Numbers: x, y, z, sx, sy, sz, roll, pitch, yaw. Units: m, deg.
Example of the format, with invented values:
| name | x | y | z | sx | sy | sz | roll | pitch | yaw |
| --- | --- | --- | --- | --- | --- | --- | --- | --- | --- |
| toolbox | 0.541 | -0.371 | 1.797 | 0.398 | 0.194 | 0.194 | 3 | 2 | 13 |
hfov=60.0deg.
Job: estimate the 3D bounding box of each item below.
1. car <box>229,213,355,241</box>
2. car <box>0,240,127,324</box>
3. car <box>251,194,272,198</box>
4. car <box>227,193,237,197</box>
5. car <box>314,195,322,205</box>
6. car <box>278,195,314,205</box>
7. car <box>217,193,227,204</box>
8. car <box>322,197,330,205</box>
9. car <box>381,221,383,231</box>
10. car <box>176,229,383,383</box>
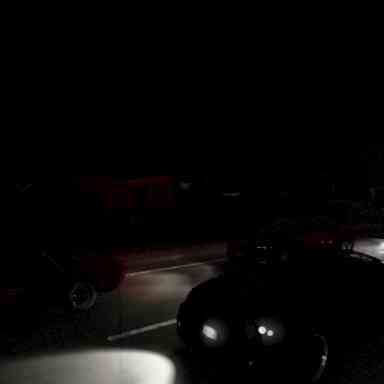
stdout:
| name | x | y | z | sx | sy | sz | roll | pitch | yaw |
| --- | --- | --- | --- | --- | --- | --- | --- | --- | --- |
| car | 3.345 | 1.495 | 10.828 | 5.008 | 1.535 | 1.882 | 0 | 0 | -36 |
| car | -3.642 | 1.628 | 5.923 | 4.718 | 1.301 | 1.895 | 0 | 0 | -44 |
| car | 13.936 | 1.561 | 64.309 | 1.970 | 1.475 | 3.806 | 0 | 0 | -36 |
| car | 8.227 | 1.376 | 81.687 | 1.932 | 1.855 | 4.605 | 0 | 0 | -36 |
| car | 15.806 | 1.484 | 47.000 | 1.784 | 1.438 | 3.905 | 0 | 0 | -36 |
| car | 13.665 | 1.276 | 45.382 | 1.932 | 1.855 | 4.605 | 0 | 0 | -36 |
| car | 5.854 | 1.382 | 80.030 | 1.905 | 1.878 | 3.866 | 0 | 0 | -36 |
| car | 18.149 | 1.513 | 48.702 | 1.970 | 1.475 | 3.806 | 0 | 0 | -36 |
| car | 11.590 | 1.608 | 16.904 | 4.718 | 1.301 | 1.895 | 0 | 0 | -36 |
| car | 1.827 | 1.574 | 5.360 | 4.181 | 1.385 | 1.994 | 0 | 0 | -36 |
